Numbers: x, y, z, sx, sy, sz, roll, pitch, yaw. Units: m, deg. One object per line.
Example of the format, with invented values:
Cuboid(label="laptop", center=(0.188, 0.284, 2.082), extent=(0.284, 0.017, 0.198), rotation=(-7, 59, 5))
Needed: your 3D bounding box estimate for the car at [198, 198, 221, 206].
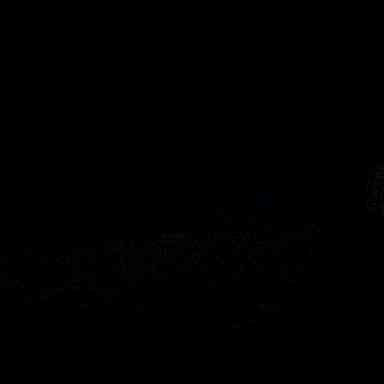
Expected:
Cuboid(label="car", center=(3.241, 1.929, 62.631), extent=(2.008, 1.369, 4.403), rotation=(-1, 0, -36))

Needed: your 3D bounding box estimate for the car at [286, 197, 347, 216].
Cuboid(label="car", center=(12.810, 1.517, 34.563), extent=(2.192, 1.841, 5.009), rotation=(-1, 0, -36))

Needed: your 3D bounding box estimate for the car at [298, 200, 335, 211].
Cuboid(label="car", center=(16.446, 1.736, 44.148), extent=(1.947, 1.339, 4.313), rotation=(-1, 0, -36))

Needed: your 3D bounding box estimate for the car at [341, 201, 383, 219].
Cuboid(label="car", center=(16.118, 1.727, 29.942), extent=(1.802, 1.307, 4.206), rotation=(-1, 0, -36))

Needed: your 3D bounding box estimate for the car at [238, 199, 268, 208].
Cuboid(label="car", center=(9.744, 1.803, 53.528), extent=(1.752, 1.417, 4.829), rotation=(-1, 0, -36))

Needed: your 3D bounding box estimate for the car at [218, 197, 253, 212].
Cuboid(label="car", center=(6.208, 1.627, 43.806), extent=(2.192, 1.841, 5.009), rotation=(-1, 0, -36))

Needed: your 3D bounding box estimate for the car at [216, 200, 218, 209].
Cuboid(label="car", center=(2.911, 1.915, 48.428), extent=(2.008, 1.369, 4.403), rotation=(-1, 0, -36))

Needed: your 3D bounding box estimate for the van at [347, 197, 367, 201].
Cuboid(label="van", center=(19.742, 1.456, 39.526), extent=(1.690, 1.788, 3.998), rotation=(-1, 0, -36))

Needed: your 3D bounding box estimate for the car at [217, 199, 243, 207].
Cuboid(label="car", center=(6.542, 1.872, 58.011), extent=(1.887, 1.381, 4.507), rotation=(-1, 0, -36))

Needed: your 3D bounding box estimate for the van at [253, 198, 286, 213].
Cuboid(label="van", center=(9.510, 1.599, 39.185), extent=(1.690, 1.788, 3.998), rotation=(-1, 0, -36))
